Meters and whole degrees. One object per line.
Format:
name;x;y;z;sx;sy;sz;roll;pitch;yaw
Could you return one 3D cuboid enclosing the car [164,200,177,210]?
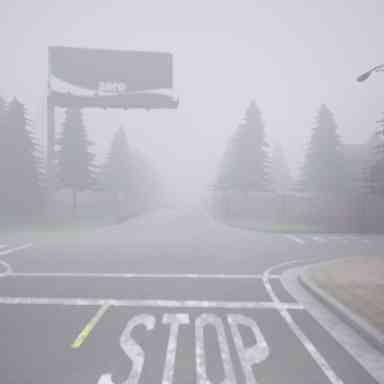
car;-3.497;2.101;53.414;1.812;1.442;4.674;0;0;0
